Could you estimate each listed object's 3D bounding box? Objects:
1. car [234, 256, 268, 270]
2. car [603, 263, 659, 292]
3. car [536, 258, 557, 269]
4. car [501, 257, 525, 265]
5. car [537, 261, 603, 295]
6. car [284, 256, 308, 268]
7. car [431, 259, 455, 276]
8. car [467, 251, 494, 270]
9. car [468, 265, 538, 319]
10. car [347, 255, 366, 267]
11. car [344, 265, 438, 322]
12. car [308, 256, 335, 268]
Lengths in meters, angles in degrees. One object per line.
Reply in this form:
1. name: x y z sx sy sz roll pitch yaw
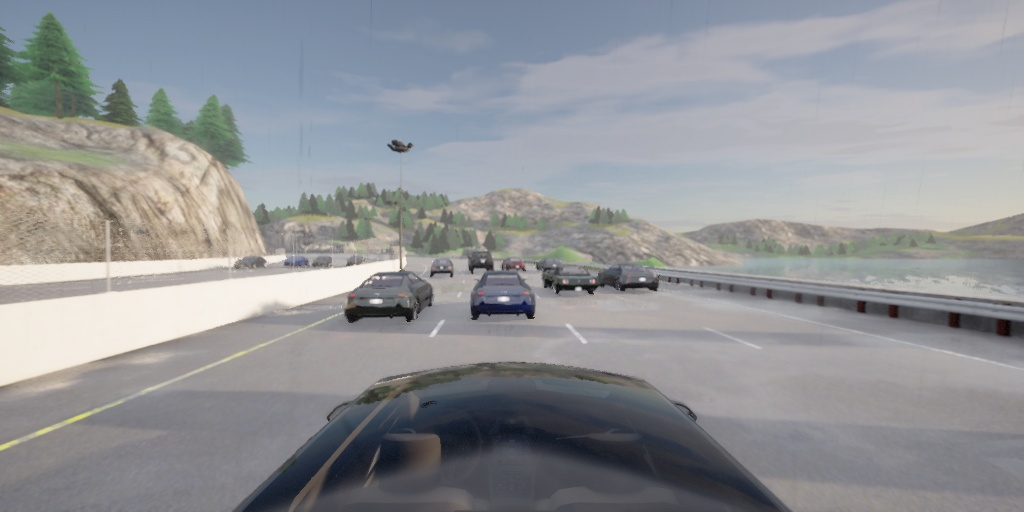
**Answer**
1. car: -29.735 0.774 40.977 1.837 1.490 4.892 0 1 -14
2. car: 6.096 1.071 19.260 1.994 1.385 4.181 0 1 -5
3. car: 3.729 0.851 36.112 1.994 1.385 4.181 0 1 -10
4. car: 0.102 0.814 36.432 1.812 1.442 4.674 0 1 -11
5. car: 2.729 1.130 17.990 1.895 1.301 4.718 0 1 -5
6. car: -27.353 0.683 45.659 1.882 1.535 5.008 0 0 -15
7. car: -5.832 0.928 30.108 2.033 1.411 5.357 0 1 -9
8. car: -3.064 0.540 34.505 2.150 2.045 5.566 0 1 -10
9. car: -0.362 1.175 12.229 1.994 1.385 4.181 0 1 -3
10. car: -20.622 0.677 47.561 1.837 1.490 4.892 0 0 -15
11. car: -3.837 1.185 11.805 1.994 1.385 4.181 0 1 -3
12. car: -23.485 0.714 44.764 1.837 1.490 4.892 0 1 -15
